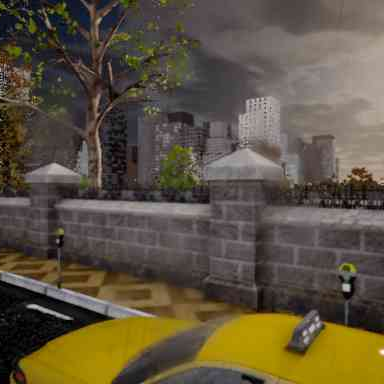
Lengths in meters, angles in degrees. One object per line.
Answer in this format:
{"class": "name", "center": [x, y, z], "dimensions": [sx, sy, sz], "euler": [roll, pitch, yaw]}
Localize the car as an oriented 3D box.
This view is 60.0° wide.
{"class": "car", "center": [0.530, 1.519, 2.341], "dimensions": [4.829, 1.417, 1.752], "euler": [1, 0, 35]}
